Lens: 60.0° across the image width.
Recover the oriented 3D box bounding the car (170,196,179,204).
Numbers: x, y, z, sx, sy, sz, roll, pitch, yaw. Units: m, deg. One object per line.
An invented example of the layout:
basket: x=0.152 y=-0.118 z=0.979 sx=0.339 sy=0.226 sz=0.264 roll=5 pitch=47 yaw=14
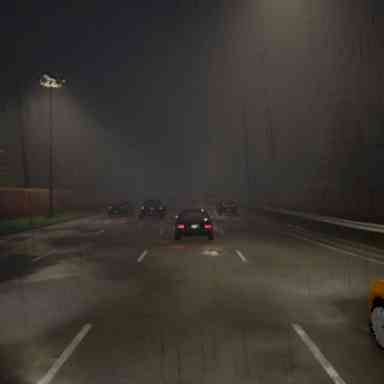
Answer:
car: x=-3.499 y=1.465 z=62.242 sx=2.097 sy=1.767 sz=4.553 roll=0 pitch=0 yaw=0

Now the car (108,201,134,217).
car: x=-6.899 y=1.585 z=32.507 sx=1.812 sy=1.442 sz=4.674 roll=0 pitch=0 yaw=0

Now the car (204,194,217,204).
car: x=3.501 y=1.333 z=61.885 sx=2.150 sy=2.045 sz=5.566 roll=0 pitch=0 yaw=0

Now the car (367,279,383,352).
car: x=3.601 y=1.483 z=3.084 sx=1.882 sy=1.535 sz=5.008 roll=0 pitch=0 yaw=0

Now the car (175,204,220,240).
car: x=0.101 y=1.579 z=17.314 sx=2.033 sy=1.411 sz=5.357 roll=0 pitch=0 yaw=0

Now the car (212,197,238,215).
car: x=3.600 y=1.552 z=34.579 sx=2.128 sy=1.511 sz=4.902 roll=0 pitch=0 yaw=0

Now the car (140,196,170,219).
car: x=-3.400 y=1.408 z=30.157 sx=2.097 sy=1.767 sz=4.553 roll=0 pitch=0 yaw=0

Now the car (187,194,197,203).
car: x=0.001 y=1.356 z=72.245 sx=2.097 sy=1.767 sz=4.553 roll=0 pitch=0 yaw=0

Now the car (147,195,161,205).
car: x=-6.999 y=1.465 z=62.242 sx=2.097 sy=1.767 sz=4.553 roll=0 pitch=0 yaw=0

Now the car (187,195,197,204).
car: x=0.001 y=1.713 z=62.301 sx=1.895 sy=1.301 sz=4.718 roll=0 pitch=0 yaw=0
